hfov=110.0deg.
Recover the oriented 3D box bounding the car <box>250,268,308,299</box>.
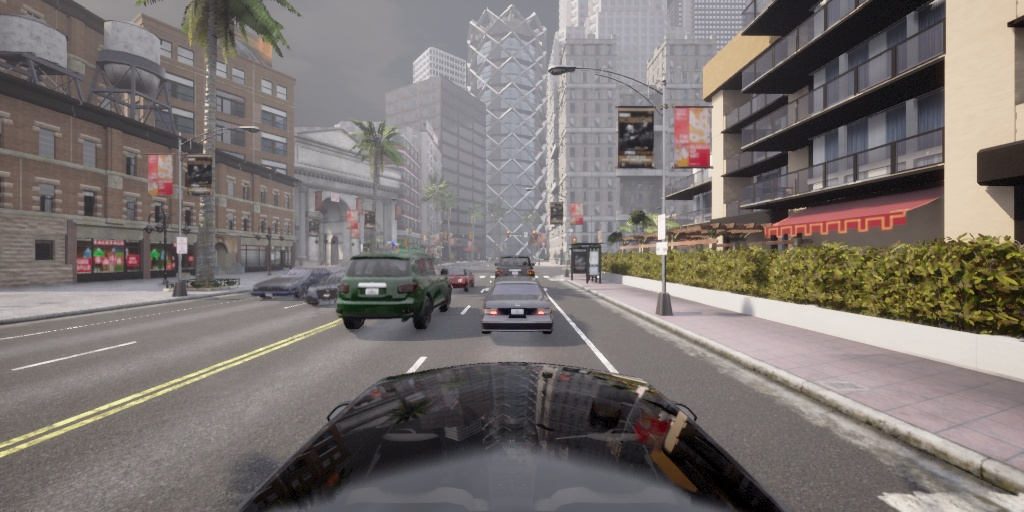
[{"bbox_3d":[-10.515,1.298,18.196,2.033,1.411,5.357,0,0,1],"label":"car"}]

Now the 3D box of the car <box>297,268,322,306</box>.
[{"bbox_3d":[-7.036,1.314,15.640,1.994,1.385,4.181,0,0,0],"label":"car"}]

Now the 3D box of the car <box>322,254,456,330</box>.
[{"bbox_3d":[-3.358,0.968,11.265,2.150,2.045,5.566,0,-1,0],"label":"car"}]

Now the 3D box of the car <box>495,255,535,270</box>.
[{"bbox_3d":[0.166,0.971,20.820,2.150,2.045,5.566,0,0,0],"label":"car"}]

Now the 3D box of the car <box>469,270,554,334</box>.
[{"bbox_3d":[0.129,1.297,10.568,2.033,1.411,5.357,0,0,0],"label":"car"}]

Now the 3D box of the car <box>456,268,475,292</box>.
[{"bbox_3d":[-3.330,1.351,21.371,1.895,1.301,4.718,0,0,0],"label":"car"}]
